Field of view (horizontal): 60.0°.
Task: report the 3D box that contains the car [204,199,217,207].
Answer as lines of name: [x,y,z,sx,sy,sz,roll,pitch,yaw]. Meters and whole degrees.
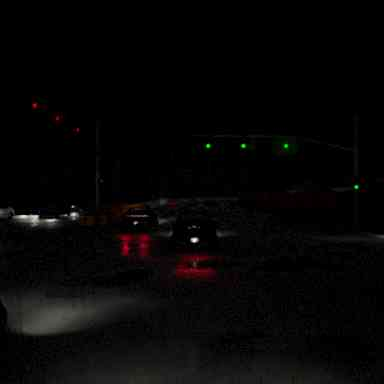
car: [3.494,1.994,61.300,1.882,1.535,5.008,0,0,0]

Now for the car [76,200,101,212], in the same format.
car: [-14.044,1.972,44.209,1.895,1.301,4.718,0,0,0]

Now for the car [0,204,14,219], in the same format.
car: [-17.596,1.773,29.509,1.812,1.442,4.674,0,0,0]

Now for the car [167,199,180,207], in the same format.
car: [-3.506,2.119,61.586,1.895,1.301,4.718,0,0,0]

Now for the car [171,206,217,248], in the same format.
car: [0.100,1.635,15.399,1.837,1.490,4.892,0,0,0]

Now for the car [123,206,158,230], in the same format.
car: [-3.402,1.681,22.518,2.128,1.511,4.902,0,0,0]

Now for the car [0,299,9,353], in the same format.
car: [-3.400,1.529,2.571,1.837,1.490,4.892,0,0,0]

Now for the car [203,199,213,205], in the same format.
car: [3.493,2.088,71.750,1.895,1.301,4.718,0,0,0]

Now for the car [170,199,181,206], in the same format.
car: [-3.507,2.143,71.715,2.033,1.411,5.357,0,0,0]

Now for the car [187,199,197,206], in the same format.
car: [-0.007,2.147,72.132,2.033,1.411,5.357,0,0,0]

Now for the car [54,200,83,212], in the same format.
car: [-17.516,1.946,47.519,2.033,1.411,5.357,0,0,0]

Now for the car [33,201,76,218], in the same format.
car: [-14.091,1.767,34.399,1.882,1.535,5.008,0,0,0]

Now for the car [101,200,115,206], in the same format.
car: [-14.005,2.008,54.870,2.033,1.411,5.357,0,0,0]

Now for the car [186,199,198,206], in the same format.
car: [-0.006,2.026,61.937,1.837,1.490,4.892,0,0,0]

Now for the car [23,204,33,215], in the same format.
car: [-17.578,1.885,38.259,1.994,1.385,4.181,0,0,0]

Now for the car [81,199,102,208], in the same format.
car: [-17.505,2.035,58.103,2.033,1.411,5.357,0,0,0]
